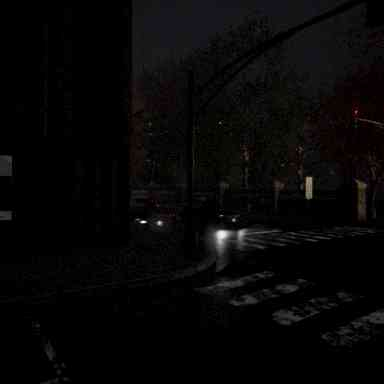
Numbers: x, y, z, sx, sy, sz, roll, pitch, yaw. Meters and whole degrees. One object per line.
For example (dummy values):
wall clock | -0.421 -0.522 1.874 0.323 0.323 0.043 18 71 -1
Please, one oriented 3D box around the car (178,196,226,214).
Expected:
car | 0.809 1.129 30.524 1.752 1.417 4.829 1 0 -36

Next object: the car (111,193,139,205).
car | -8.866 0.864 43.817 2.008 1.369 4.403 1 0 -36

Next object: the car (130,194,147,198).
car | -4.394 1.093 27.820 1.812 1.442 4.674 0 1 -36

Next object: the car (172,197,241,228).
car | 0.967 1.255 20.448 1.812 1.442 4.674 0 1 -36

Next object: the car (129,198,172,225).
car | -2.612 1.257 20.983 1.802 1.307 4.206 2 0 -36

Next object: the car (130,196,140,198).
car | -5.870 1.158 25.459 1.802 1.307 4.206 2 0 -36
